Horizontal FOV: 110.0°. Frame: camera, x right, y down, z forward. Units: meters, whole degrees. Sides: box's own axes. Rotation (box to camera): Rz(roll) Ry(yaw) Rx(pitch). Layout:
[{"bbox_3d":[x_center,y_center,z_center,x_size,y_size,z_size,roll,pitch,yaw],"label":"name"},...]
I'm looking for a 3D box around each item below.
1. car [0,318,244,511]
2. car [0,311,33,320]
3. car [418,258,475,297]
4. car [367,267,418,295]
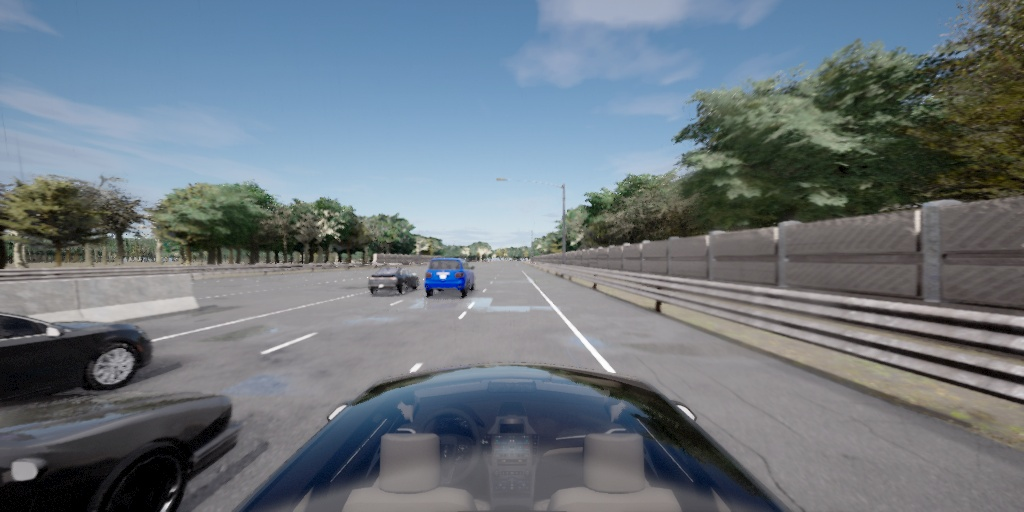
[{"bbox_3d":[-3.399,1.289,0.811,2.033,1.411,5.357,0,-1,0],"label":"car"},{"bbox_3d":[-6.899,1.275,3.945,1.837,1.490,4.892,0,0,0],"label":"car"},{"bbox_3d":[-3.397,1.139,20.348,2.150,2.045,5.566,0,-1,0],"label":"car"},{"bbox_3d":[-6.897,1.418,21.323,2.128,1.511,4.902,0,-1,0],"label":"car"}]
